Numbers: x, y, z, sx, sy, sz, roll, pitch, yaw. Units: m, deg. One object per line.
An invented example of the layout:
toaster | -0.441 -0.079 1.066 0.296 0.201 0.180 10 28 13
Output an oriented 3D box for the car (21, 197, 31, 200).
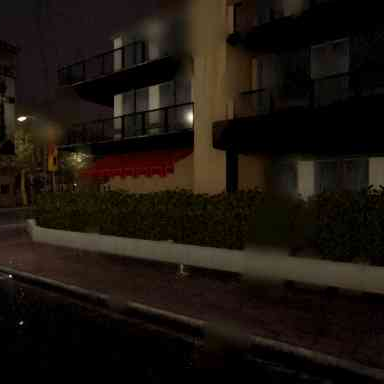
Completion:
car | -35.611 1.481 67.681 4.892 1.521 2.231 0 0 36
